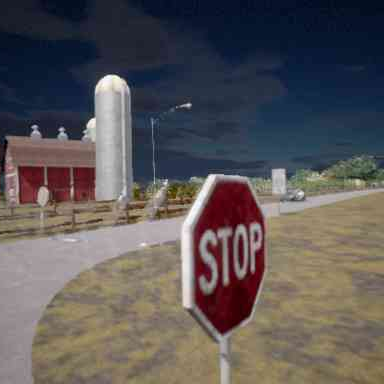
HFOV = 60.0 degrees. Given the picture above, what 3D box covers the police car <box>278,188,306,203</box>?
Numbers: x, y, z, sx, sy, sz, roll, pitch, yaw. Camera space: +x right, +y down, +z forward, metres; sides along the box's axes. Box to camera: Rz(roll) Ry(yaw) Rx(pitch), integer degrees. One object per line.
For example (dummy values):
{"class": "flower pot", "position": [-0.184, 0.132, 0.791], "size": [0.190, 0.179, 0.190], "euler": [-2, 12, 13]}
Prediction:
{"class": "police car", "position": [11.242, 0.365, 37.516], "size": [2.038, 1.542, 4.974], "euler": [-2, 1, 36]}
